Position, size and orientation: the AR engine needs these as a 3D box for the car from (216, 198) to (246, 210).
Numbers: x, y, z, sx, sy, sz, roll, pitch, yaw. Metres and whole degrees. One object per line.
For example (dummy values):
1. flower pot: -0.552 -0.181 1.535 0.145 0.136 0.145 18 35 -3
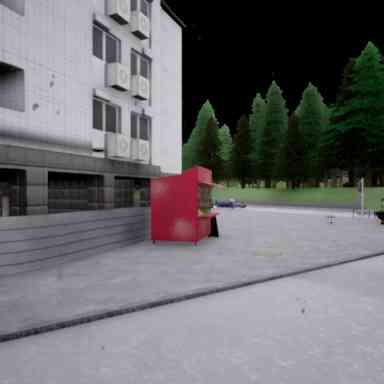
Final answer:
1. car: 5.011 1.508 43.441 1.812 1.442 4.674 0 0 -36
